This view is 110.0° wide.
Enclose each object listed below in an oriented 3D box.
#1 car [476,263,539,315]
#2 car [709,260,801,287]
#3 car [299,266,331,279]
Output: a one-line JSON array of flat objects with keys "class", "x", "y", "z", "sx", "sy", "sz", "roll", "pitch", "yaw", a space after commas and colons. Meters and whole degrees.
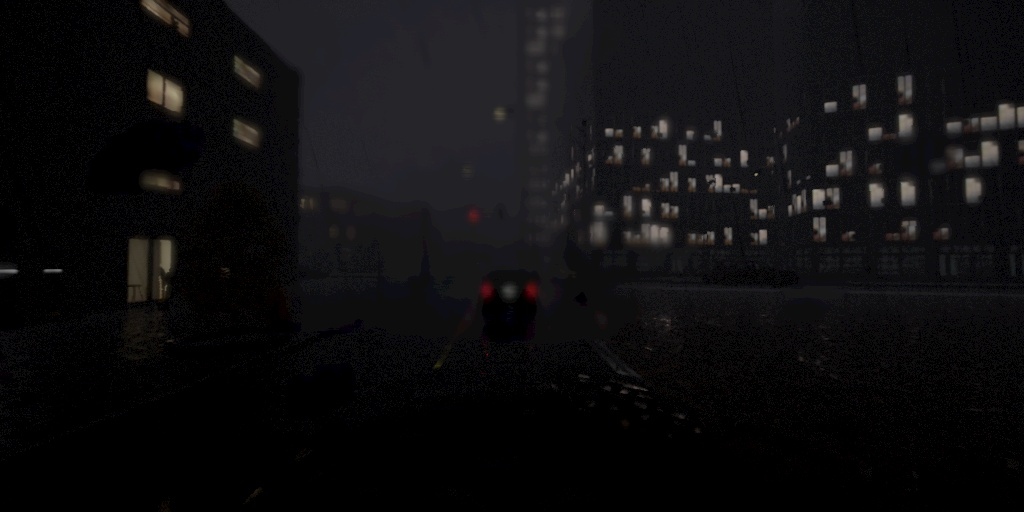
[{"class": "car", "x": -0.132, "y": 1.247, "z": 14.397, "sx": 2.097, "sy": 1.767, "sz": 4.553, "roll": 0, "pitch": 0, "yaw": -1}, {"class": "car", "x": 15.940, "y": 1.178, "z": 23.843, "sx": 5.009, "sy": 1.841, "sz": 2.192, "roll": 0, "pitch": 0, "yaw": 18}, {"class": "car", "x": -20.298, "y": 1.696, "z": 36.008, "sx": 4.313, "sy": 1.339, "sz": 1.948, "roll": 0, "pitch": 0, "yaw": 18}]
